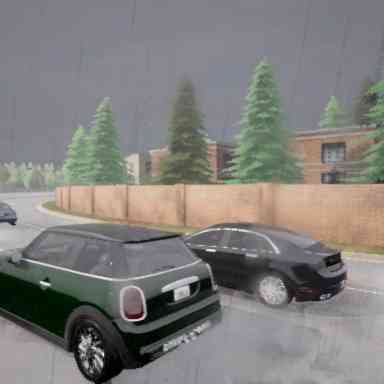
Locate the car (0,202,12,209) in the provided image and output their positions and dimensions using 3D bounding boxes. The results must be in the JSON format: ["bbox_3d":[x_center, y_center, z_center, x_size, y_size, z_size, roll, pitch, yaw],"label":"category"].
[{"bbox_3d":[-12.504,1.347,21.014,2.033,1.411,5.357,0,0,-39],"label":"car"}]

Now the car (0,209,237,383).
[{"bbox_3d":[-1.799,1.310,5.635,4.553,1.767,2.097,1,0,38],"label":"car"}]

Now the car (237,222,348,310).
[{"bbox_3d":[0.984,1.473,7.848,4.892,1.490,1.837,1,1,38],"label":"car"}]
